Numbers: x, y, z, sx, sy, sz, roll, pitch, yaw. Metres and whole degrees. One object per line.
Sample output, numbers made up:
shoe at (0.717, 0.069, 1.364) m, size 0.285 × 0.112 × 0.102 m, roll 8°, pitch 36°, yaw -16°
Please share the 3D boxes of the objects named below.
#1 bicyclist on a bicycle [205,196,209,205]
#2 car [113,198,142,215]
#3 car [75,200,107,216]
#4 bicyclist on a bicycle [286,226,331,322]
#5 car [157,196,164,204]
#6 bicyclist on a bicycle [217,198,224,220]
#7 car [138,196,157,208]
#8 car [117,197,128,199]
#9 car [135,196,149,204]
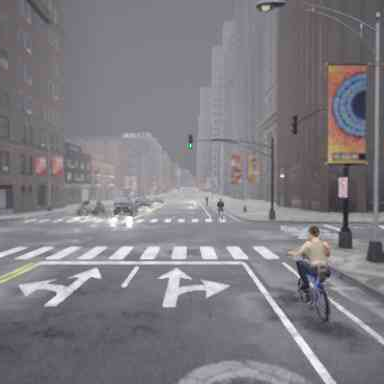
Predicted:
bicyclist on a bicycle at (2.259, 1.436, 49.729) m, size 0.582 × 1.620 × 1.656 m, roll 0°, pitch 0°, yaw 0°
car at (-6.592, 1.588, 33.573) m, size 1.895 × 1.301 × 4.718 m, roll 0°, pitch 0°, yaw 0°
car at (-9.835, 1.513, 32.696) m, size 1.812 × 1.442 × 4.674 m, roll 0°, pitch 0°, yaw 0°
bicyclist on a bicycle at (2.252, 1.431, 6.229) m, size 0.866 × 1.612 × 1.509 m, roll 0°, pitch 0°, yaw 0°
car at (-6.516, 1.538, 63.781) m, size 1.994 × 1.385 × 4.181 m, roll 0°, pitch 0°, yaw 1°
bicyclist on a bicycle at (2.255, 1.359, 26.283) m, size 0.659 × 1.776 × 1.843 m, roll 0°, pitch 0°, yaw 0°
car at (-6.580, 1.531, 46.998) m, size 2.033 × 1.411 × 5.357 m, roll 0°, pitch 0°, yaw 0°
car at (-9.827, 1.462, 47.271) m, size 1.882 × 1.535 × 5.008 m, roll 0°, pitch 0°, yaw 0°
car at (-9.744, 1.521, 65.261) m, size 2.033 × 1.411 × 5.357 m, roll 0°, pitch 0°, yaw 0°
